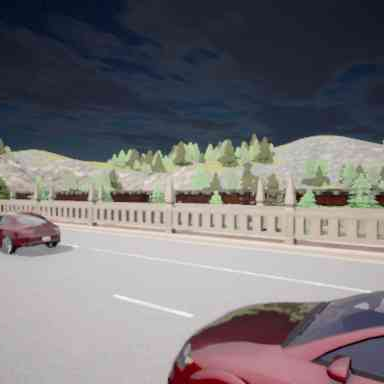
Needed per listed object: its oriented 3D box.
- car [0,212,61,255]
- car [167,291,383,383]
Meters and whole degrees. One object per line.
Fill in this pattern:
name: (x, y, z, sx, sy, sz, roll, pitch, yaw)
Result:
car: (-7.152, 1.531, 13.398, 4.674, 1.442, 1.812, 0, 0, 36)
car: (1.817, 1.564, 2.696, 4.181, 1.385, 1.994, 0, 0, 36)
